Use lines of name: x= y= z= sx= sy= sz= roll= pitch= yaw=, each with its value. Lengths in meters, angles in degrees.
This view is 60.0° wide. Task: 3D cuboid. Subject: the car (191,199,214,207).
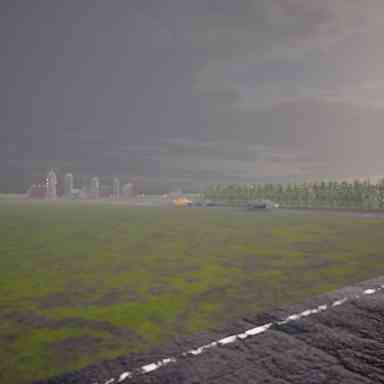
car: x=2.213 y=1.960 z=61.206 sx=1.994 sy=1.385 sz=4.181 roll=0 pitch=-1 yaw=-34

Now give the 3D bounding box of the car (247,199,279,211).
car: x=9.644 y=1.722 z=45.242 sx=2.128 sy=1.511 sz=4.902 roll=0 pitch=-1 yaw=-34

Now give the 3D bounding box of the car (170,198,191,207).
car: x=-1.735 y=1.899 z=61.983 sx=1.882 sy=1.535 sz=5.008 roll=0 pitch=-1 yaw=-34

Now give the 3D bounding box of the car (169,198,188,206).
car: x=-2.867 y=2.043 z=68.494 sx=1.994 sy=1.385 sz=4.181 roll=0 pitch=-1 yaw=-34
